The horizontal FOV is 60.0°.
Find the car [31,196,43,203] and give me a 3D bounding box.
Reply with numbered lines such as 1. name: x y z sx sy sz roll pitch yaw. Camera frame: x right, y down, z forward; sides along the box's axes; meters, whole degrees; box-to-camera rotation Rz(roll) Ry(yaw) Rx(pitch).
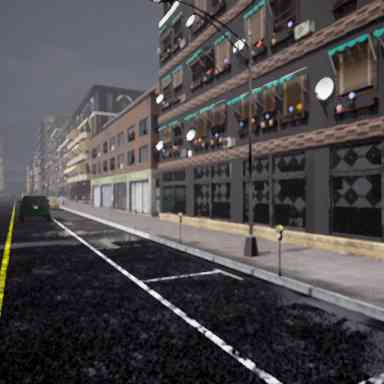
1. car: -33.647 1.610 72.169 2.008 1.369 4.403 0 0 -28

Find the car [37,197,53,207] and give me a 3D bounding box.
1. car: -23.138 1.589 52.224 1.887 1.381 4.507 0 0 -28

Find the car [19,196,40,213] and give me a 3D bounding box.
1. car: -19.164 1.390 39.086 2.097 1.767 4.553 0 0 -28

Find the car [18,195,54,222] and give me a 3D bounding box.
1. car: -12.897 1.248 27.213 2.150 2.045 5.566 0 0 -28

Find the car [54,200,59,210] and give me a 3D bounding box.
1. car: -17.962 1.561 42.402 1.752 1.417 4.829 0 0 -28
